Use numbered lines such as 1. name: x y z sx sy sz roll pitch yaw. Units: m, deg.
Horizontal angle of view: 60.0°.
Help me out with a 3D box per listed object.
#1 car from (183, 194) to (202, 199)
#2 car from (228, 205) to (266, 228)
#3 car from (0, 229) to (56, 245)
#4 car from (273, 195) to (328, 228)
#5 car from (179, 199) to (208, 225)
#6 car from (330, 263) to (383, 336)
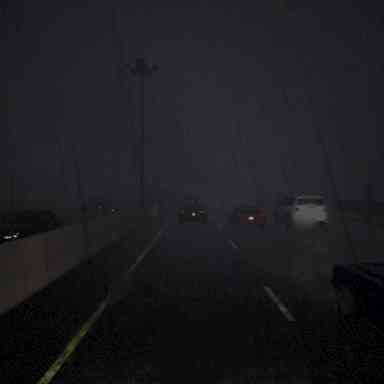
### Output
1. car: 0.080 1.213 41.792 2.150 2.045 5.566 0 0 0
2. car: 3.598 1.560 22.240 1.994 1.385 4.181 0 0 0
3. car: -7.101 1.499 14.034 1.837 1.490 4.892 0 1 0
4. car: 7.087 1.217 22.242 2.150 2.045 5.566 0 0 0
5. car: 0.098 1.498 24.085 2.163 1.488 4.792 0 0 0
6. car: 3.599 1.600 4.332 1.895 1.301 4.718 0 0 0
